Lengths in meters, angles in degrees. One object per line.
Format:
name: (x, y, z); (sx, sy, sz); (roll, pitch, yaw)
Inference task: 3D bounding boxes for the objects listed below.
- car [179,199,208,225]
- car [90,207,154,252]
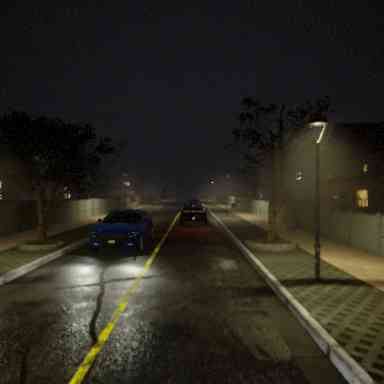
car: (0.122, 1.475, 23.666); (2.128, 1.511, 4.902); (0, 0, 0)
car: (-2.776, 1.461, 14.086); (1.882, 1.535, 5.008); (0, 0, 1)
